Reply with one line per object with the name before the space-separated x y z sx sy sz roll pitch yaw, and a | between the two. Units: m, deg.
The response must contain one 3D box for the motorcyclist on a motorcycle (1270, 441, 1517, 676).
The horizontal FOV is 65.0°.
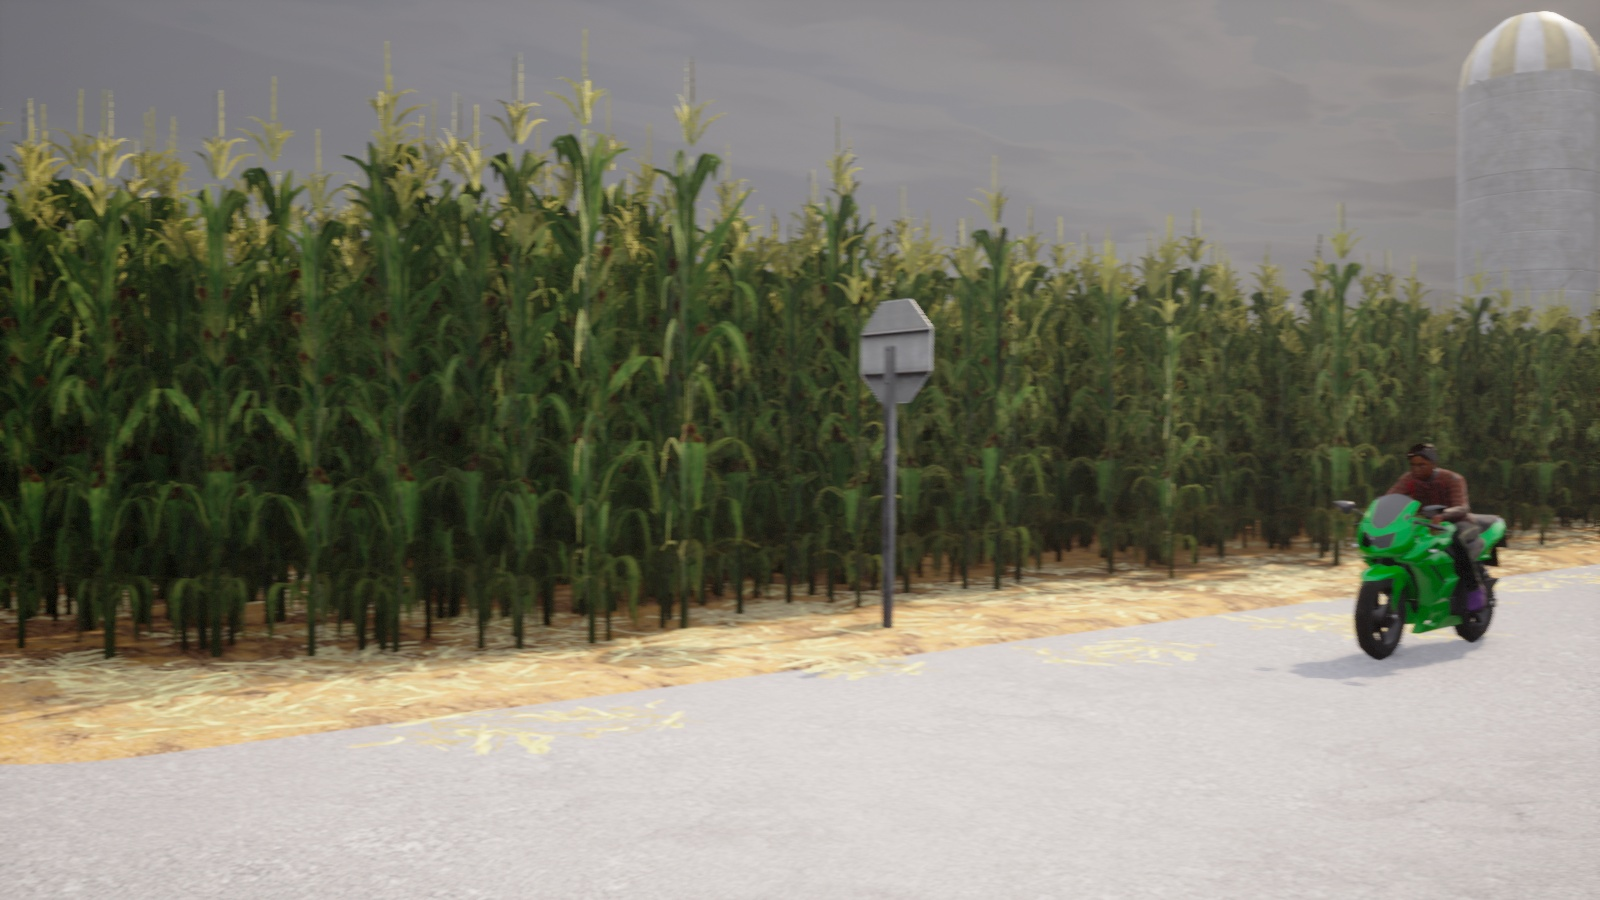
motorcyclist on a motorcycle | 4.348 0.713 9.131 2.044 1.523 0.797 1 0 -39
